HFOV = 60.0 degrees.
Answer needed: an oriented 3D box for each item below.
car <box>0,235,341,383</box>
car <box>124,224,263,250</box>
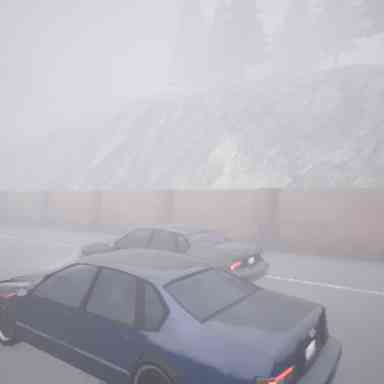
[{"bbox_3d":[-0.912,1.558,4.638,5.357,1.411,2.033,0,0,36],"label":"car"},{"bbox_3d":[-0.724,1.566,8.822,5.357,1.411,2.033,0,0,36],"label":"car"}]
